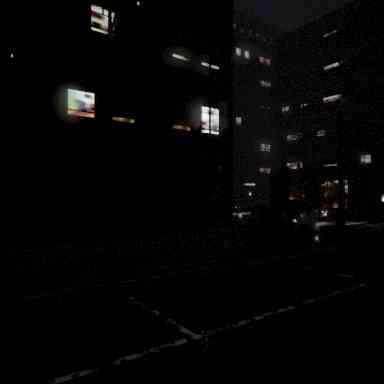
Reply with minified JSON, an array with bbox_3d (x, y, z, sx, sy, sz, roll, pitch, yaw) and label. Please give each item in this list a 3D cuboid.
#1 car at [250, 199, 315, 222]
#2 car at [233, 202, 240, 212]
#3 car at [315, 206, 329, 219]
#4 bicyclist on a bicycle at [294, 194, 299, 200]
[{"bbox_3d":[6.206,1.342,24.168,2.008,1.369,4.403,1,0,-36],"label":"car"},{"bbox_3d":[2.723,1.167,33.332,1.837,1.490,4.892,0,1,-36],"label":"car"},{"bbox_3d":[8.223,1.318,25.813,1.812,1.442,4.674,0,1,-37],"label":"car"},{"bbox_3d":[11.451,1.011,36.190,1.656,1.620,0.582,0,1,-36],"label":"bicyclist on a bicycle"}]
